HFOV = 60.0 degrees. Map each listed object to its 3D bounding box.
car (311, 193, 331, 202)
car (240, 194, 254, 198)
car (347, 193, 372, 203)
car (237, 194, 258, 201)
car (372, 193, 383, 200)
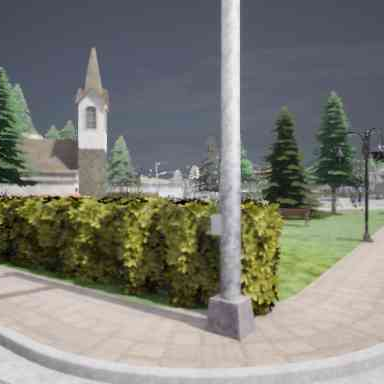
[{"bbox_3d":[29.386,1.405,74.169,3.806,1.475,1.970,0,0,35],"label":"car"},{"bbox_3d":[12.434,1.330,82.415,4.514,1.523,2.007,0,0,35],"label":"car"},{"bbox_3d":[33.748,1.404,67.466,3.633,1.501,1.845,0,0,35],"label":"car"},{"bbox_3d":[14.193,1.323,85.013,5.027,1.636,2.152,0,0,35],"label":"car"},{"bbox_3d":[44.537,1.139,82.597,4.605,1.855,1.932,0,0,35],"label":"car"}]
